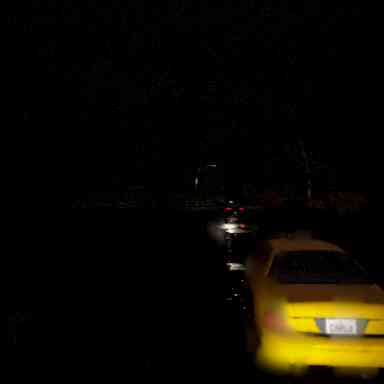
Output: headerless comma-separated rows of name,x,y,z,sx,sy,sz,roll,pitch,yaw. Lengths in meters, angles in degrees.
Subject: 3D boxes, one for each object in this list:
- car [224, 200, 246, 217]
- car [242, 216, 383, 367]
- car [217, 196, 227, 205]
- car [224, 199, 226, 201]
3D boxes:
car,4.504,1.821,34.609,1.812,1.442,4.674,-1,-1,7
car,1.952,1.482,6.214,1.801,1.575,5.366,-1,-1,7
car,7.263,2.006,80.889,2.150,2.045,5.566,-1,-1,7
car,5.568,1.940,43.768,1.994,1.385,4.181,-1,-1,8
